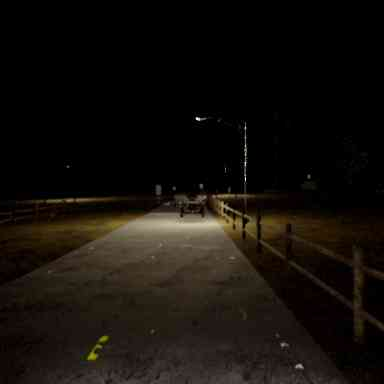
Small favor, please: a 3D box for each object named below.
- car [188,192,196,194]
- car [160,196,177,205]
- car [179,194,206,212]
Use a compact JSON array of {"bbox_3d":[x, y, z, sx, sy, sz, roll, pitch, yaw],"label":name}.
[{"bbox_3d":[0.066,0.726,54.197,1.882,1.535,5.008,0,1,0],"label":"car"},{"bbox_3d":[-2.703,1.077,38.595,1.812,1.442,4.674,0,1,0],"label":"car"},{"bbox_3d":[0.033,1.177,26.716,1.837,1.490,4.892,0,0,0],"label":"car"}]
